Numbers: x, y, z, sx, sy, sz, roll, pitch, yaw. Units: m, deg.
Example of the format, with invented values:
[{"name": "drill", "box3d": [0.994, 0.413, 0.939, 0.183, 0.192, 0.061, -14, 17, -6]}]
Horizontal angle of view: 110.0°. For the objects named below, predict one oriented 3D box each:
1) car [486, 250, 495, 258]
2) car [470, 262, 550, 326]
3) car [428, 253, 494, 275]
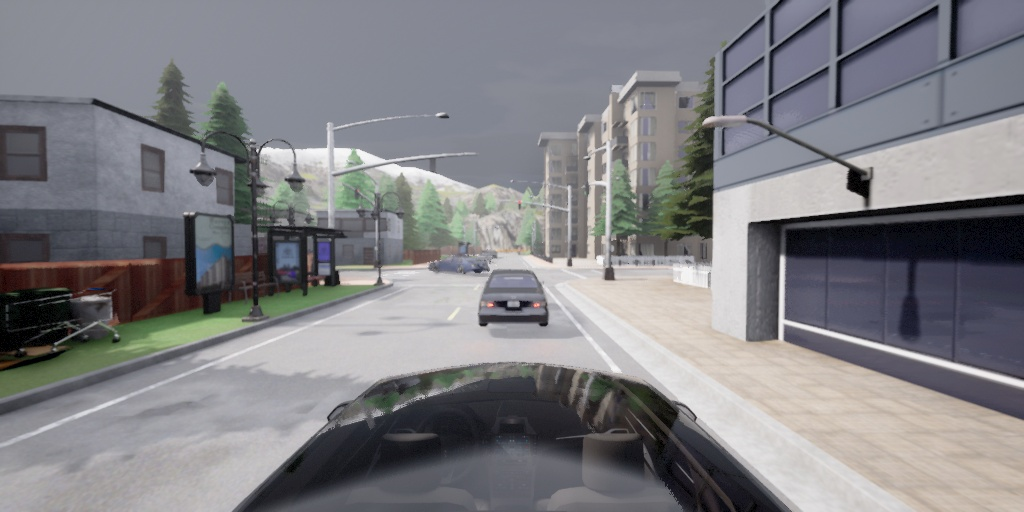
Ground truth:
[{"name": "car", "box3d": [-3.731, 0.232, 49.549, 1.895, 1.301, 4.718, 0, 1, 0]}, {"name": "car", "box3d": [0.041, 1.087, 10.702, 2.033, 1.411, 5.357, 0, 1, 0]}, {"name": "car", "box3d": [-4.233, 0.679, 27.852, 5.357, 1.411, 2.033, 1, 2, 39]}]
